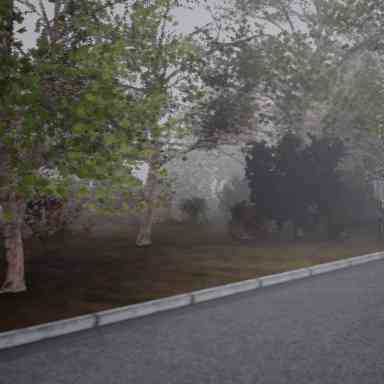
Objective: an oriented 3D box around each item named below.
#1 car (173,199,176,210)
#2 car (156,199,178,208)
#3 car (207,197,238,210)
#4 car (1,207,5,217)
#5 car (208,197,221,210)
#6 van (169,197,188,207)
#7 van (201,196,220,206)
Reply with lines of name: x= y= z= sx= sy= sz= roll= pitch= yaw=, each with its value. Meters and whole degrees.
car: x=-3.681 y=2.308 z=51.986 sx=1.946 sy=1.575 sz=5.366 roll=0 pitch=0 yaw=-36
car: x=-5.120 y=2.284 z=67.255 sx=2.231 sy=1.521 sz=4.892 roll=0 pitch=0 yaw=-36
car: x=5.262 y=2.015 z=58.572 sx=2.435 sy=2.045 sz=5.566 roll=-1 pitch=0 yaw=-36
car: x=-21.962 y=2.302 z=39.372 sx=1.946 sy=1.575 sz=5.366 roll=0 pitch=0 yaw=-36
car: x=2.970 y=2.030 z=57.003 sx=2.435 sy=2.045 sz=5.566 roll=0 pitch=0 yaw=-36
van: x=-2.773 y=2.043 z=68.798 sx=1.878 sy=1.987 sz=4.442 roll=0 pitch=0 yaw=-36
van: x=4.067 y=1.982 z=73.687 sx=1.878 sy=1.987 sz=4.442 roll=-1 pitch=0 yaw=-36
